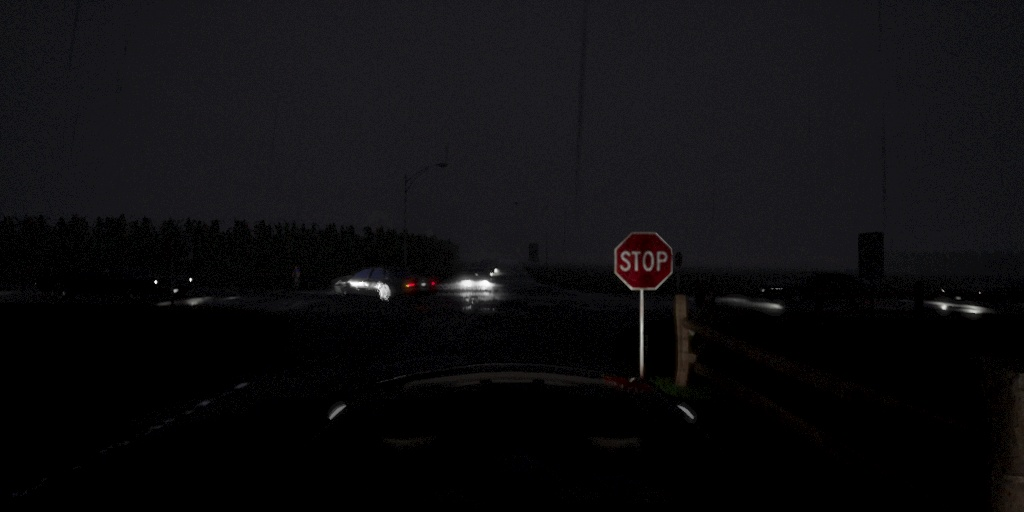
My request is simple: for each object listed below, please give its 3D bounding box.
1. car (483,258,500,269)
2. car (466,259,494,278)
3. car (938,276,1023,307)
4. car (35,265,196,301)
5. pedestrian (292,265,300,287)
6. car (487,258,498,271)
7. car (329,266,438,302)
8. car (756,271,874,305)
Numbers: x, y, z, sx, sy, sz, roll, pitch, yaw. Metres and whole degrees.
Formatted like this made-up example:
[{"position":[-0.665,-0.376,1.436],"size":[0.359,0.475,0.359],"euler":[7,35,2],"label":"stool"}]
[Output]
[{"position":[-2.941,1.028,51.702],"size":[2.128,1.511,4.902],"euler":[0,0,0],"label":"car"},{"position":[-2.911,1.223,31.728],"size":[1.895,1.301,4.718],"euler":[0,0,0],"label":"car"},{"position":[24.404,1.706,17.497],"size":[5.357,1.411,2.033],"euler":[1,0,0],"label":"car"},{"position":[-15.577,1.032,14.300],"size":[4.718,1.301,1.895],"euler":[1,0,1],"label":"car"},{"position":[-12.211,1.086,20.329],"size":[0.375,1.300,0.375],"euler":[0,-1,0],"label":"pedestrian"},{"position":[-2.933,1.127,41.573],"size":[2.033,1.411,5.357],"euler":[0,0,0],"label":"car"},{"position":[-5.800,1.167,15.978],"size":[5.357,1.411,2.033],"euler":[1,-1,31],"label":"car"},{"position":[14.626,1.488,17.443],"size":[4.892,1.490,1.837],"euler":[1,0,0],"label":"car"}]
